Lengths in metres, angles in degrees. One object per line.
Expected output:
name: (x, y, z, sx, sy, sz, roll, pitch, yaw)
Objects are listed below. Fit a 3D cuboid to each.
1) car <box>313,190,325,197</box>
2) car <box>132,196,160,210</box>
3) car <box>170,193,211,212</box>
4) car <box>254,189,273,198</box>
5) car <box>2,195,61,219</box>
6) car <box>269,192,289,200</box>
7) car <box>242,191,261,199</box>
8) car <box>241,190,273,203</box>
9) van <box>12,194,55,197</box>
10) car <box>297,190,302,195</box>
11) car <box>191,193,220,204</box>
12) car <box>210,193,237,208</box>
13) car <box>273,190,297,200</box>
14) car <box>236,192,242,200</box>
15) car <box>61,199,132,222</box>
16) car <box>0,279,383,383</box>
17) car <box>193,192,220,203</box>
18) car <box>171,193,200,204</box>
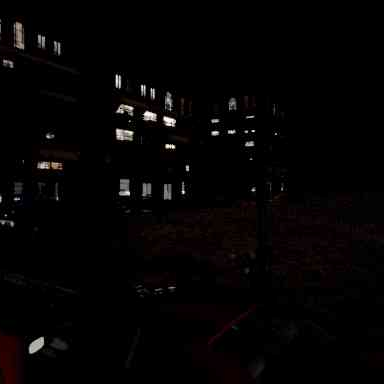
car: (28.898, 0.259, 75.639, 1.882, 1.535, 5.008, 1, 1, 35)
car: (-5.648, 1.156, 35.421, 1.895, 1.301, 4.718, 1, 1, 35)
car: (-0.350, 1.133, 32.880, 1.887, 1.381, 4.507, 2, 2, 35)
car: (14.988, 0.228, 69.681, 2.192, 1.841, 5.009, 2, 2, 35)
car: (-11.915, 1.276, 26.362, 2.033, 1.411, 5.357, 1, 1, 36)
car: (16.010, 0.662, 61.032, 1.895, 1.301, 4.718, 1, 1, 35)
car: (11.714, 0.527, 64.971, 1.752, 1.417, 4.829, 2, 2, 35)
car: (9.173, 0.877, 46.608, 2.008, 1.369, 4.403, 2, 2, 35)
van: (-13.581, 1.036, 28.500, 1.690, 1.788, 3.998, 2, 2, 35)
car: (27.682, 0.116, 87.990, 1.887, 1.381, 4.507, 2, 2, 35)
car: (1.978, 0.872, 46.373, 1.812, 1.442, 4.674, 1, 1, 35)
car: (2.824, 1.051, 37.456, 2.008, 1.369, 4.403, 2, 2, 35)
car: (15.619, 0.676, 55.899, 1.752, 1.417, 4.829, 2, 2, 35)
car: (8.636, 0.651, 60.536, 1.947, 1.339, 4.313, 2, 2, 35)
car: (-6.698, 1.329, 23.730, 1.947, 1.339, 4.313, 2, 2, 35)
car: (-0.314, 1.544, 3.089, 4.507, 1.381, 1.887, 0, 0, 36)
car: (2.288, 0.808, 51.384, 2.008, 1.369, 4.403, 2, 2, 35)
car: (-0.886, 0.910, 46.809, 1.947, 1.339, 4.313, 2, 2, 35)
